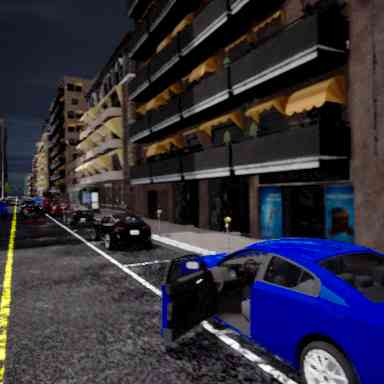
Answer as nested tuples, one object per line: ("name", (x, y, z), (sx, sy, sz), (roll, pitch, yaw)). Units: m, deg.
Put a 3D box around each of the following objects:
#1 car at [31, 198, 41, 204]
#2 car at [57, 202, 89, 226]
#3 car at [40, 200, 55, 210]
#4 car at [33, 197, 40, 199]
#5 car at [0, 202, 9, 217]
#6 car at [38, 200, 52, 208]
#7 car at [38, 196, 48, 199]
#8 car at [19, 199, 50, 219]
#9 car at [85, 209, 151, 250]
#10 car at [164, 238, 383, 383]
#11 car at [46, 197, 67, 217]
("car", (-37.338, 2.134, 79.534), (1.947, 1.339, 4.313), (-1, 0, -28))
("car", (-8.417, 1.658, 24.543), (2.008, 1.369, 4.403), (-1, 0, -28))
("car", (-21.563, 1.892, 49.538), (1.802, 1.307, 4.206), (-1, 0, -28))
("car", (-20.305, 1.801, 41.371), (1.837, 1.490, 4.892), (-1, 0, -28))
("car", (-19.933, 1.771, 34.146), (1.882, 1.535, 5.008), (-1, 0, -27))
("car", (-24.192, 1.933, 54.538), (1.802, 1.307, 4.206), (-1, 0, -28))
("car", (-18.937, 1.585, 44.539), (2.192, 1.841, 5.009), (-1, 0, -28))
("car", (-15.422, 1.711, 32.276), (2.128, 1.511, 4.902), (-1, 0, -28))
("car", (-3.157, 1.596, 14.545), (1.947, 1.339, 4.313), (-1, 0, -28))
("car", (1.476, 1.442, 5.021), (1.882, 1.535, 5.008), (-1, 0, -28))
("car", (-13.677, 1.628, 34.540), (1.967, 1.590, 4.097), (-1, 0, -28))
